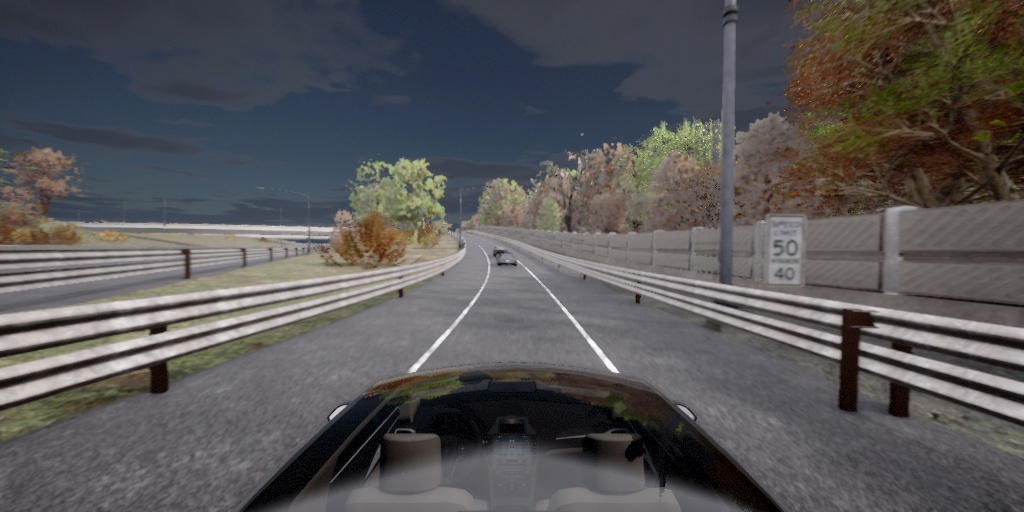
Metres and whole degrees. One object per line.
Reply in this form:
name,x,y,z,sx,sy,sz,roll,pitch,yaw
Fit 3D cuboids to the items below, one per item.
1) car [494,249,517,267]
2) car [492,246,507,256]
car,-0.563,0.322,36.725,1.994,1.385,4.181,1,4,-4
car,-1.646,-0.692,49.278,1.882,1.535,5.008,1,5,-6
